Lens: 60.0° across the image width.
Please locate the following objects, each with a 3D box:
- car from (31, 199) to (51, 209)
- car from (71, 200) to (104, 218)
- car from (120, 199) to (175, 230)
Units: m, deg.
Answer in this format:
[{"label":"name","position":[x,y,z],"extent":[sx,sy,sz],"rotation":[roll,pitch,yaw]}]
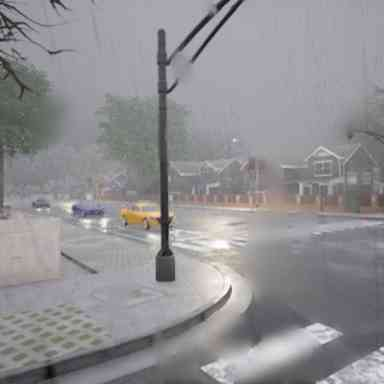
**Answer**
[{"label":"car","position":[-22.420,1.685,49.242],"extent":[2.033,1.411,5.357],"rotation":[-1,0,-35]},{"label":"car","position":[-9.894,1.531,31.406],"extent":[1.882,1.535,5.008],"rotation":[-1,2,-35]},{"label":"car","position":[-2.983,1.490,21.651],"extent":[1.882,1.535,5.008],"rotation":[-1,1,-35]}]
